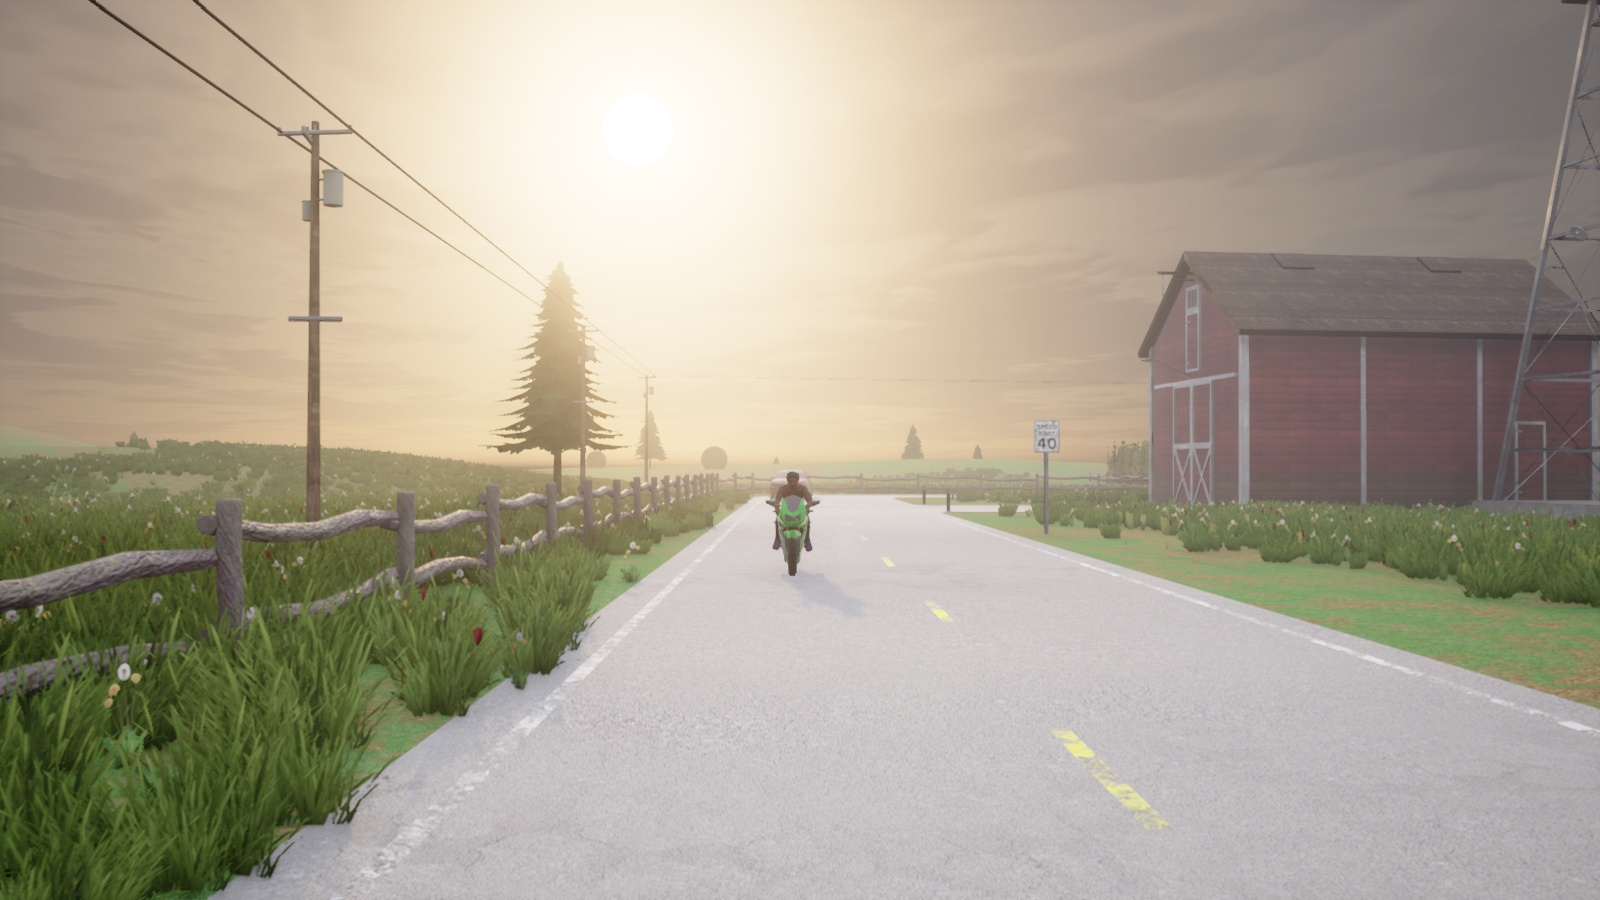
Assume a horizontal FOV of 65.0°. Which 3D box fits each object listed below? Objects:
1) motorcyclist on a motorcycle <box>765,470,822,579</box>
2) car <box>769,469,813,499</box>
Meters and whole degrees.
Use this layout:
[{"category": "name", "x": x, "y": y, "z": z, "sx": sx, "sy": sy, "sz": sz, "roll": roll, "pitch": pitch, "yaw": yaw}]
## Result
[{"category": "motorcyclist on a motorcycle", "x": -0.099, "y": 1.069, "z": 18.730, "sx": 0.797, "sy": 1.523, "sz": 2.044, "roll": 0, "pitch": -1, "yaw": 0}, {"category": "car", "x": -0.428, "y": 1.764, "z": 66.173, "sx": 1.882, "sy": 1.535, "sz": 5.008, "roll": -1, "pitch": -1, "yaw": 5}]
